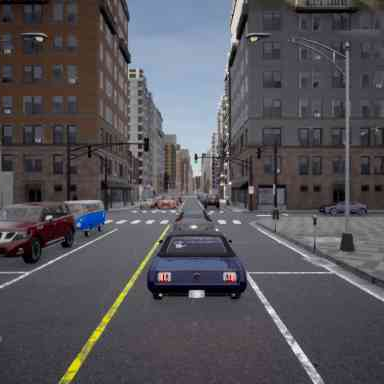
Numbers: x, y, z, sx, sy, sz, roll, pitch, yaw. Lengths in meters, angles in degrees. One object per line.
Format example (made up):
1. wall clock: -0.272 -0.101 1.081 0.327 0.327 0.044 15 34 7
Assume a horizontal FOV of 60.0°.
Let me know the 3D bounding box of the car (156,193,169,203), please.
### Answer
1. car: -5.920 1.188 67.381 2.192 1.841 5.009 0 0 0

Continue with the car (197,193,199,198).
1. car: 2.600 1.381 73.195 1.752 1.417 4.829 0 0 0

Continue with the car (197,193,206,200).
1. car: 2.584 1.119 89.993 2.192 1.841 5.009 0 0 0

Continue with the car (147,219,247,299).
1. car: 0.091 1.601 8.383 1.895 1.301 4.718 0 0 0

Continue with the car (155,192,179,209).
1. car: -3.189 1.291 43.395 2.097 1.767 4.553 0 0 2

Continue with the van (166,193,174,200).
1. van: -5.941 1.145 90.000 1.690 1.788 3.998 0 0 0

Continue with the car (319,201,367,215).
1. car: 14.615 1.521 32.284 4.181 1.385 1.994 0 0 1

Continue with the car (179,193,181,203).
1. car: -3.136 1.417 53.440 1.837 1.490 4.892 0 0 0

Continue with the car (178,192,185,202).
1. car: -3.101 1.100 64.817 2.150 2.045 5.566 0 0 1

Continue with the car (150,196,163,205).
1. car: -5.909 1.431 55.901 1.752 1.417 4.829 0 0 0

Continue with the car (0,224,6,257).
1. car: -5.865 1.565 6.463 1.947 1.339 4.313 0 0 0

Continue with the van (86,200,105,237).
1. van: -5.875 1.338 17.745 1.690 1.788 3.998 0 0 0

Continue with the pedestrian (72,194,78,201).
1. pedestrian: -12.585 1.094 35.704 0.375 1.860 0.375 0 0 1

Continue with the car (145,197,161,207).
1. car: -5.905 1.486 50.416 1.947 1.339 4.313 0 0 0

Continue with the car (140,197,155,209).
1. car: -5.899 1.461 44.591 1.752 1.417 4.829 0 0 0

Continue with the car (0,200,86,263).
1. car: -5.870 1.314 12.104 2.192 1.841 5.009 0 0 0

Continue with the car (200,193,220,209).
1. car: 2.627 1.250 44.741 2.192 1.841 5.009 0 0 0

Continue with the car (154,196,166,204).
1. car: -5.915 1.415 61.556 1.752 1.417 4.829 0 0 0

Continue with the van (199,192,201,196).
1. van: 2.611 1.230 61.711 1.690 1.788 3.998 0 0 0

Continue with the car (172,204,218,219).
1. car: 0.080 1.562 17.184 1.994 1.385 4.181 0 0 0
